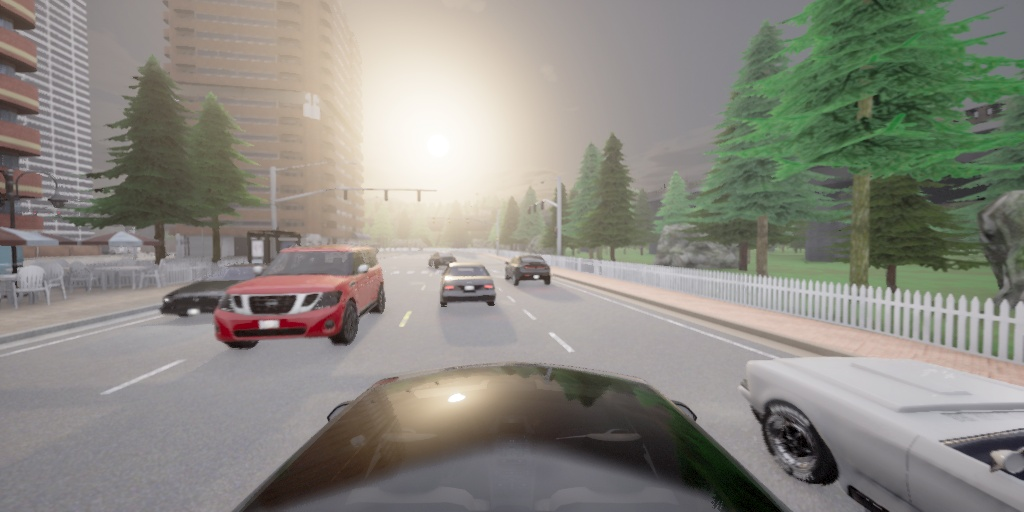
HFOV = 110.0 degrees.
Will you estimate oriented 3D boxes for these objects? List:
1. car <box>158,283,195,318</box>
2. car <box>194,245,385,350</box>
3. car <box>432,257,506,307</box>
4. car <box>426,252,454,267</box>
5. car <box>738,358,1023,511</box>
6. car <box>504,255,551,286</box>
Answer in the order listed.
[{"bbox_3d":[-8.713,0.983,11.929,2.033,1.411,5.357,0,2,-10],"label":"car"},{"bbox_3d":[-4.651,0.748,8.913,2.150,2.045,5.566,0,2,-9],"label":"car"},{"bbox_3d":[-1.707,0.931,13.322,2.033,1.411,5.357,0,2,-10],"label":"car"},{"bbox_3d":[-6.221,0.334,31.911,1.812,1.442,4.674,-1,2,-23],"label":"car"},{"bbox_3d":[3.391,1.349,1.636,1.895,1.301,4.718,0,2,-2],"label":"car"},{"bbox_3d":[0.767,0.690,19.445,1.837,1.490,4.892,0,1,-9],"label":"car"}]
